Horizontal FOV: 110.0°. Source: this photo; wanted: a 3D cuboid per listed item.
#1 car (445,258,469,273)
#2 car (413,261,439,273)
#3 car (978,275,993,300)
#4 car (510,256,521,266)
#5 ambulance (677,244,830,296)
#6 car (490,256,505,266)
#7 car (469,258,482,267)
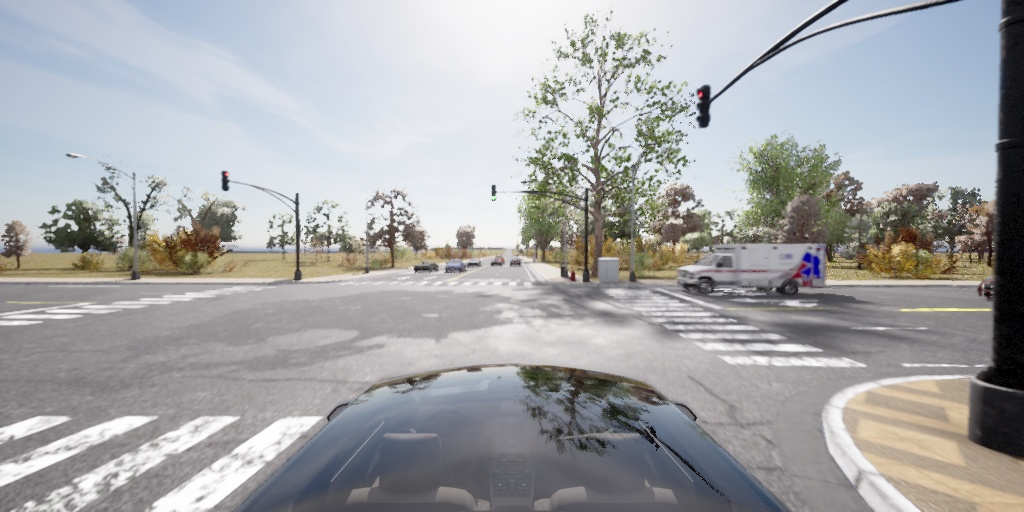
[{"bbox_3d":[-6.356,1.109,40.703,1.812,1.442,4.674,0,0,1],"label":"car"},{"bbox_3d":[-9.613,1.185,40.401,1.895,1.301,4.718,0,0,1],"label":"car"},{"bbox_3d":[21.977,1.001,14.317,4.553,1.767,2.097,0,1,3],"label":"car"},{"bbox_3d":[0.567,0.989,61.039,1.837,1.490,4.892,0,0,1],"label":"car"},{"bbox_3d":[11.763,0.630,17.959,6.366,2.431,2.351,0,1,3],"label":"ambulance"},{"bbox_3d":[-2.676,1.082,61.508,1.895,1.301,4.718,0,0,1],"label":"car"},{"bbox_3d":[-6.009,1.045,58.162,2.033,1.411,5.357,0,0,1],"label":"car"}]
